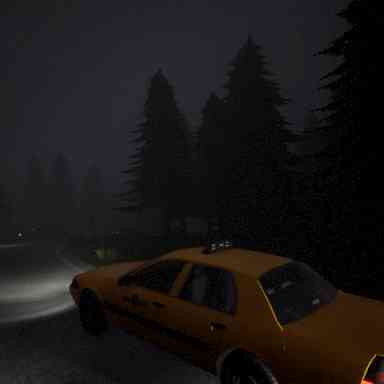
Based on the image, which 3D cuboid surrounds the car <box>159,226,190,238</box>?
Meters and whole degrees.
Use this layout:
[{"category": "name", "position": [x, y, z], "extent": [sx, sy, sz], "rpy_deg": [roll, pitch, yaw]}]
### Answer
[{"category": "car", "position": [-2.323, 5.542, 46.250], "extent": [1.882, 1.535, 5.008], "rpy_deg": [-5, -8, 30]}]

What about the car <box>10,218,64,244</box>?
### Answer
[{"category": "car", "position": [-12.755, 3.220, 28.062], "extent": [2.150, 2.045, 5.566], "rpy_deg": [-4, -7, 7]}]

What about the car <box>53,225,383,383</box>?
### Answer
[{"category": "car", "position": [0.154, 1.440, 4.725], "extent": [5.366, 1.575, 1.801], "rpy_deg": [0, 1, 43]}]

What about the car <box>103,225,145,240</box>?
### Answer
[{"category": "car", "position": [-7.437, 4.509, 36.940], "extent": [2.033, 1.411, 5.357], "rpy_deg": [-4, -8, 20]}]
